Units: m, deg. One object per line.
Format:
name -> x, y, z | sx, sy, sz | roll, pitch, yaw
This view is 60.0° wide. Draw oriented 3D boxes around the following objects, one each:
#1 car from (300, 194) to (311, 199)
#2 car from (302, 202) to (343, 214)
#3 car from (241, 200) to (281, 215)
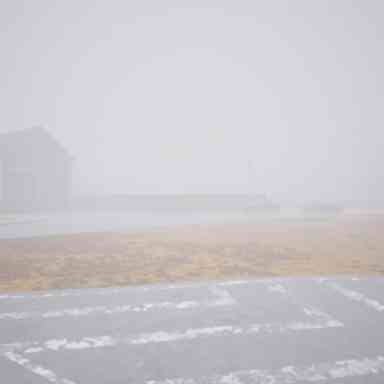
car -> 29.776, 1.867, 87.039 | 2.242, 1.667, 4.611 | -1, 0, 35
car -> 14.420, 1.716, 36.582 | 4.718, 1.301, 1.895 | 0, 0, -29
car -> 7.623, 1.624, 36.616 | 5.008, 1.535, 1.882 | 0, -1, -32
